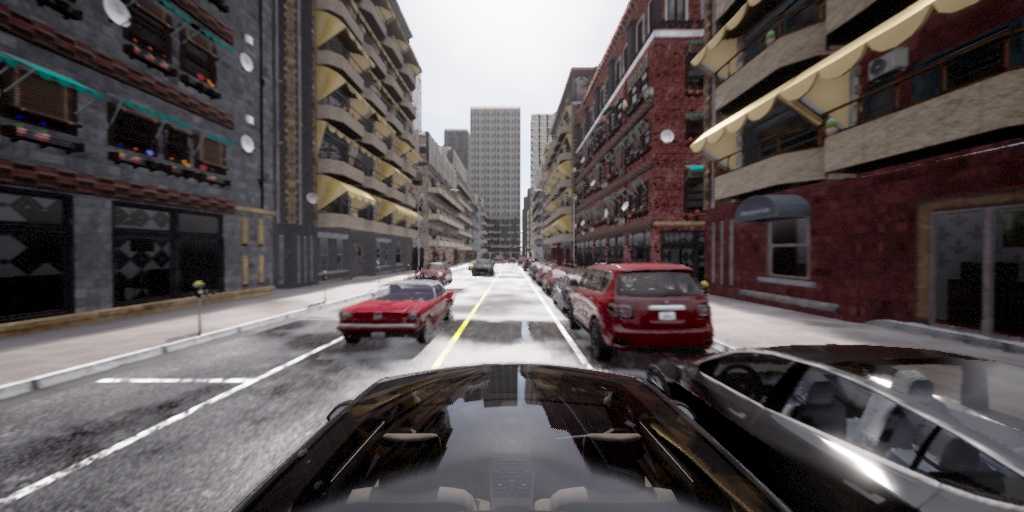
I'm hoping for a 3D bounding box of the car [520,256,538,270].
[{"bbox_3d":[2.534,1.042,47.118,2.192,1.841,5.009,0,0,0],"label":"car"}]

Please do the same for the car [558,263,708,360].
[{"bbox_3d":[2.560,1.062,8.275,2.192,1.841,5.009,0,0,0],"label":"car"}]

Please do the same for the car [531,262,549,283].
[{"bbox_3d":[2.549,1.322,24.922,1.802,1.307,4.207,0,0,0],"label":"car"}]

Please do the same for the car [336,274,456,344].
[{"bbox_3d":[-2.809,1.348,9.748,1.895,1.301,4.718,0,0,0],"label":"car"}]

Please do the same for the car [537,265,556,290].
[{"bbox_3d":[2.552,1.325,19.373,1.802,1.307,4.207,0,0,0],"label":"car"}]

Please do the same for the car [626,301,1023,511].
[{"bbox_3d":[2.564,1.316,2.726,1.948,1.339,4.313,0,0,0],"label":"car"}]

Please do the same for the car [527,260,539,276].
[{"bbox_3d":[2.545,1.303,30.471,1.948,1.339,4.313,0,0,0],"label":"car"}]

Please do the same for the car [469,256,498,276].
[{"bbox_3d":[-2.862,1.085,36.420,2.097,1.767,4.553,0,0,0],"label":"car"}]

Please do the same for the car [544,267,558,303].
[{"bbox_3d":[2.556,1.296,13.824,2.007,1.370,4.403,0,0,0],"label":"car"}]

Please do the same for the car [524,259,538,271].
[{"bbox_3d":[2.541,1.284,36.020,2.007,1.370,4.403,0,0,0],"label":"car"}]

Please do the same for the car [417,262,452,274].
[{"bbox_3d":[-5.332,1.179,24.896,1.967,1.591,4.097,0,0,0],"label":"car"}]
